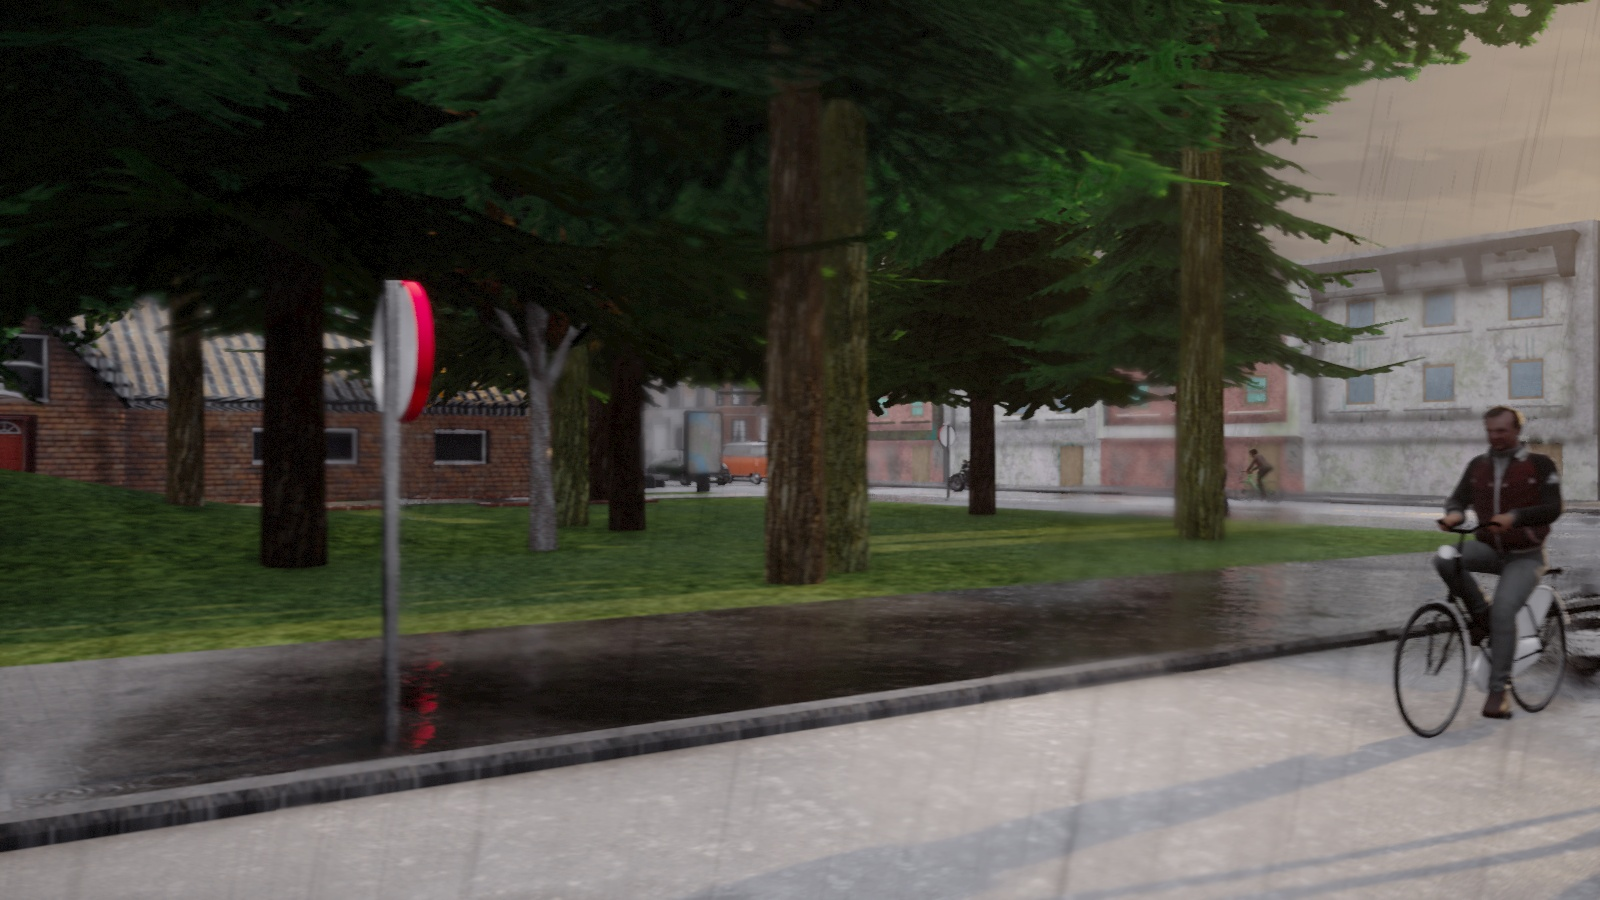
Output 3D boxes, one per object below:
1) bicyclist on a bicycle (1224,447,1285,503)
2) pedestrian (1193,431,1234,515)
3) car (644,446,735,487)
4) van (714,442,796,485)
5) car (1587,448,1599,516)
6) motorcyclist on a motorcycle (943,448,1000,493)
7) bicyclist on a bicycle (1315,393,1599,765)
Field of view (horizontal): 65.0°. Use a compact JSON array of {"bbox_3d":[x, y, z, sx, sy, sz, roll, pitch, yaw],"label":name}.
[{"bbox_3d":[13.395,0.736,37.015,0.582,1.620,1.656,0,0,-34],"label":"bicyclist on a bicycle"},{"bbox_3d":[9.014,0.486,27.403,0.328,1.805,0.869,0,0,-26],"label":"pedestrian"},{"bbox_3d":[-5.035,0.732,56.773,2.097,1.767,4.553,0,0,-35],"label":"car"},{"bbox_3d":[-2.183,0.625,59.685,1.775,1.987,4.442,0,0,-35],"label":"van"},{"bbox_3d":[19.743,0.726,27.644,1.789,1.549,3.705,0,0,-28],"label":"car"},{"bbox_3d":[6.423,0.773,47.166,0.766,1.649,2.350,0,0,-35],"label":"motorcyclist on a motorcycle"},{"bbox_3d":[3.628,0.619,6.799,1.843,1.776,0.659,0,0,-35],"label":"bicyclist on a bicycle"}]
